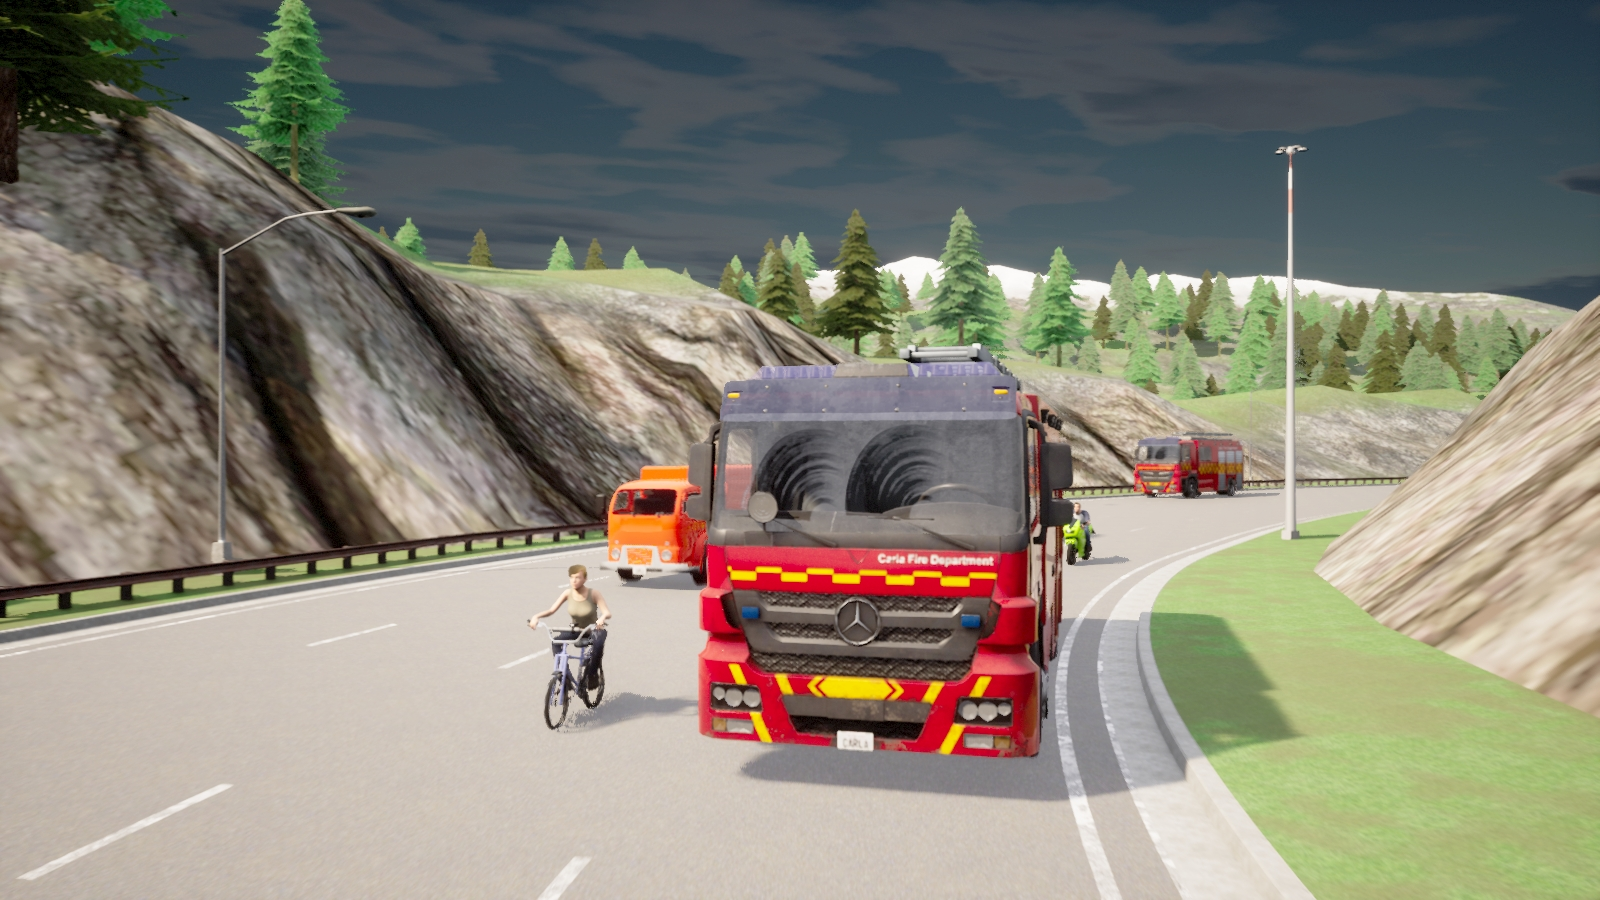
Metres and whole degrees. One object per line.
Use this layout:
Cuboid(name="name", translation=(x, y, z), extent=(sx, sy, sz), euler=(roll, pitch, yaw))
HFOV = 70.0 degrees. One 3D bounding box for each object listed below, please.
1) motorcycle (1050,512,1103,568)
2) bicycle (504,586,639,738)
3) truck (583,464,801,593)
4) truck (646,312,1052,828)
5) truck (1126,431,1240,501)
Cuboid(name="motorcycle", translation=(6.812, 2.185, 28.057), extent=(0.803, 1.199, 2.033), euler=(0, 1, 28))
Cuboid(name="bicycle", translation=(-2.343, 2.157, 11.912), extent=(0.859, 1.277, 1.487), euler=(0, 0, 12))
Cuboid(name="truck", translation=(-2.198, 1.569, 25.133), extent=(2.627, 2.467, 5.204), euler=(0, 0, 23))
Cuboid(name="truck", translation=(1.217, 0.890, 12.948), extent=(2.891, 3.827, 8.468), euler=(0, 0, 15))
Cuboid(name="truck", translation=(22.703, 0.890, 67.369), extent=(8.468, 3.827, 2.891), euler=(0, 0, -45))
